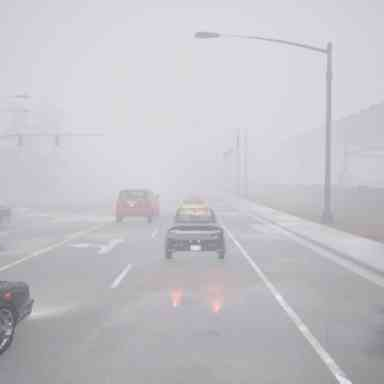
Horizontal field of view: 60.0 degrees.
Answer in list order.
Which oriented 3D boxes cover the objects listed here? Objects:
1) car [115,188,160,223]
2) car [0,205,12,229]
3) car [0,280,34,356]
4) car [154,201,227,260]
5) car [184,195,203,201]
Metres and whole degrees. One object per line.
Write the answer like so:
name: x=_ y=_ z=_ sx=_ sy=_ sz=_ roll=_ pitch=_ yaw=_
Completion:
car: x=-3.403 y=0.775 z=21.567 sx=2.150 sy=2.045 sz=5.566 roll=0 pitch=1 yaw=1
car: x=-10.588 y=1.171 z=15.768 sx=1.882 sy=1.535 sz=5.008 roll=0 pitch=1 yaw=0
car: x=-3.396 y=1.500 z=2.745 sx=2.033 sy=1.411 sz=5.357 roll=0 pitch=1 yaw=0
car: x=0.099 y=1.279 z=11.551 sx=2.128 sy=1.511 sz=4.902 roll=0 pitch=1 yaw=0
car: x=0.100 y=0.972 z=23.377 sx=1.801 sy=1.575 sz=5.366 roll=0 pitch=1 yaw=0
